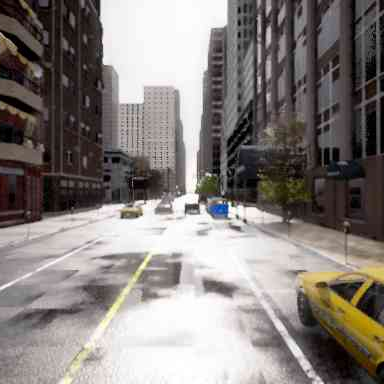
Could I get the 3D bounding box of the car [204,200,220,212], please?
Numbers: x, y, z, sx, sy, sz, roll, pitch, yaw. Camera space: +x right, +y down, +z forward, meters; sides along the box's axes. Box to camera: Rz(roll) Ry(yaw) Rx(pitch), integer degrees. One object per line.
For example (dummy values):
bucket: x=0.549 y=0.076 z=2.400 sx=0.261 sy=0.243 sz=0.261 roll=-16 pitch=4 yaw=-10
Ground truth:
car: x=2.604 y=1.806 z=43.764 sx=1.802 sy=1.307 sz=4.206 roll=0 pitch=0 yaw=0

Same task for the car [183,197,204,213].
car: x=0.022 y=1.692 z=39.878 sx=2.128 sy=1.511 sz=4.902 roll=0 pitch=0 yaw=0

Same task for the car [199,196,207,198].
car: x=2.540 y=1.751 z=76.153 sx=2.192 sy=1.841 sz=5.009 roll=0 pitch=0 yaw=0

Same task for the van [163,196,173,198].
van: x=-5.840 y=1.776 z=76.134 sx=1.690 sy=1.788 sz=3.998 roll=0 pitch=0 yaw=0

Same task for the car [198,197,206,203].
car: x=2.519 y=2.059 z=87.199 sx=1.887 sy=1.381 sz=4.507 roll=0 pitch=0 yaw=0

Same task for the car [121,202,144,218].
car: x=-5.754 y=1.685 z=32.251 sx=1.752 sy=1.417 sz=4.829 roll=0 pitch=0 yaw=0

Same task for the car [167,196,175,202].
car: x=-5.872 y=1.994 z=92.706 sx=1.967 sy=1.590 sz=4.097 roll=0 pitch=0 yaw=0

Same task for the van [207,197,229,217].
van: x=2.626 y=1.503 z=32.438 sx=1.690 sy=1.788 sz=3.998 roll=0 pitch=0 yaw=0

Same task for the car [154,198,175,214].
car: x=-3.120 y=1.756 z=38.171 sx=1.994 sy=1.385 sz=4.181 roll=0 pitch=0 yaw=0

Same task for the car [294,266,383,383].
car: x=2.681 y=1.546 z=4.288 sx=1.752 sy=1.417 sz=4.829 roll=0 pitch=0 yaw=0

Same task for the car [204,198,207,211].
car: x=2.614 y=1.718 z=38.272 sx=1.752 sy=1.417 sz=4.829 roll=0 pitch=0 yaw=0

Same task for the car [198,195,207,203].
car: x=2.529 y=1.790 z=81.677 sx=2.192 sy=1.841 sz=5.009 roll=0 pitch=0 yaw=0
